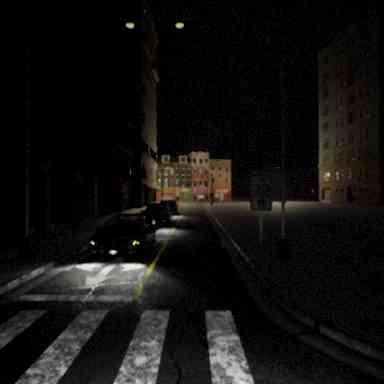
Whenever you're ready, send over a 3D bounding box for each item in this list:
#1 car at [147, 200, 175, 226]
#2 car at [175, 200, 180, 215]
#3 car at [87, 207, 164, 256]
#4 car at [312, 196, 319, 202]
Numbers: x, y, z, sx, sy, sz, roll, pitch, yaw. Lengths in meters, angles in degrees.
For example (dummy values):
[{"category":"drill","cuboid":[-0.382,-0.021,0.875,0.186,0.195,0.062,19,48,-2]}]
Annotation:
[{"category":"car","cuboid":[-2.438,1.541,23.534,1.837,1.490,4.892,0,0,1]},{"category":"car","cuboid":[-2.338,1.562,34.196,1.837,1.490,4.892,0,0,1]},{"category":"car","cuboid":[-2.530,1.566,13.390,2.033,1.411,5.357,0,0,1]},{"category":"car","cuboid":[29.792,1.574,75.476,5.008,1.535,1.882,0,0,-9]}]
